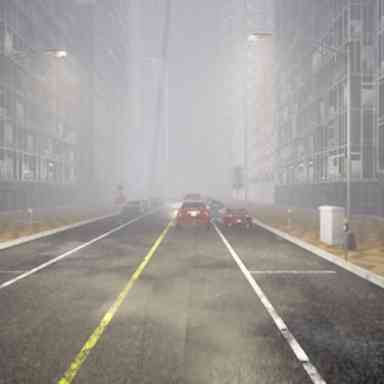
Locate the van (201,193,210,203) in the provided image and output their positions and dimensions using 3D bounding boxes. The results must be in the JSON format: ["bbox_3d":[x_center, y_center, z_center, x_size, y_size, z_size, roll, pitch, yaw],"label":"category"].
[{"bbox_3d":[2.693,1.179,66.780,1.690,1.788,3.998,0,0,0],"label":"van"}]

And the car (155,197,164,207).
[{"bbox_3d":[-5.688,1.434,49.710,1.887,1.381,4.507,0,0,0],"label":"car"}]

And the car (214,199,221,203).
[{"bbox_3d":[2.692,1.486,38.318,1.947,1.339,4.313,0,0,0],"label":"car"}]

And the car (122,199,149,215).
[{"bbox_3d":[-5.689,1.480,32.632,1.887,1.381,4.507,0,0,0],"label":"car"}]

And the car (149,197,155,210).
[{"bbox_3d":[-5.689,1.503,38.326,1.802,1.307,4.206,0,0,0],"label":"car"}]

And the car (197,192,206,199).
[{"bbox_3d":[2.694,1.052,95.239,2.192,1.841,5.009,0,0,0],"label":"car"}]

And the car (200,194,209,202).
[{"bbox_3d":[2.693,1.259,72.471,1.967,1.590,4.097,0,0,0],"label":"car"}]

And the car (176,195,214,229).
[{"bbox_3d":[0.098,1.313,21.428,2.097,1.767,4.553,0,0,0],"label":"car"}]

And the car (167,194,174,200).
[{"bbox_3d":[-5.688,1.305,83.696,1.752,1.417,4.829,0,0,0],"label":"car"}]

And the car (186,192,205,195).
[{"bbox_3d":[0.100,1.138,40.310,2.150,2.045,5.566,0,0,0],"label":"car"}]

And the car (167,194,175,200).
[{"bbox_3d":[-5.688,1.309,89.559,2.008,1.369,4.403,0,0,0],"label":"car"}]

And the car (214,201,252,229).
[{"bbox_3d":[2.692,1.507,21.241,1.887,1.381,4.507,0,0,0],"label":"car"}]
